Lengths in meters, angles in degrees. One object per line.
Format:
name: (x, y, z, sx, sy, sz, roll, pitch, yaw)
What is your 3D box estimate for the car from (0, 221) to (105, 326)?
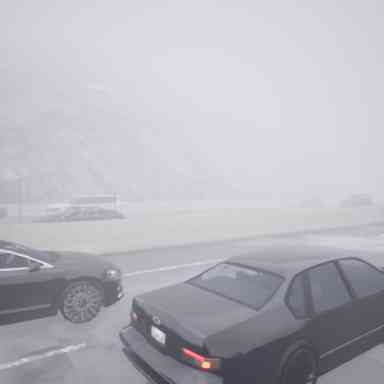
car: (-3.572, 1.491, 5.498, 4.902, 1.511, 2.128, 0, 0, -35)

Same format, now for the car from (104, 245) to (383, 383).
car: (1.688, 1.547, 4.949, 5.357, 1.411, 2.033, 0, 0, -36)

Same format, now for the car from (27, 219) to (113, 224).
car: (-5.824, 1.491, 17.036, 4.902, 1.511, 2.128, 0, 0, -36)

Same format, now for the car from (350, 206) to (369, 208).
car: (20.595, 1.225, 41.562, 5.566, 2.045, 2.150, 0, 0, -42)
